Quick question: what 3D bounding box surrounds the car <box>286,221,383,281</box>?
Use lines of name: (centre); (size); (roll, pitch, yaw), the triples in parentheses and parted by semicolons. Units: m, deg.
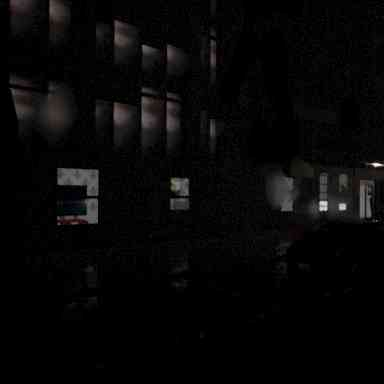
car: (4.689, 1.566, 9.896); (4.313, 1.339, 1.947); (0, 0, -35)
